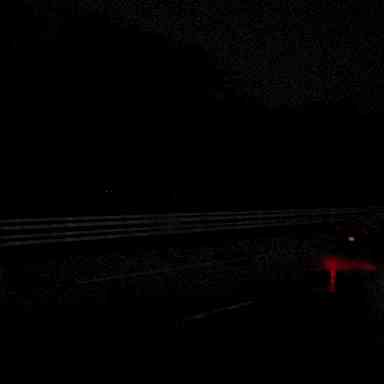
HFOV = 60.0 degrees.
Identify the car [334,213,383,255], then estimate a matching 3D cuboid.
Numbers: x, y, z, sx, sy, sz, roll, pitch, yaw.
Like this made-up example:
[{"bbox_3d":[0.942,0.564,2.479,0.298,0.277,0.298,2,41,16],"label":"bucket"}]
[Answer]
[{"bbox_3d":[7.964,1.609,13.812,5.008,1.535,1.882,0,0,-35],"label":"car"}]
